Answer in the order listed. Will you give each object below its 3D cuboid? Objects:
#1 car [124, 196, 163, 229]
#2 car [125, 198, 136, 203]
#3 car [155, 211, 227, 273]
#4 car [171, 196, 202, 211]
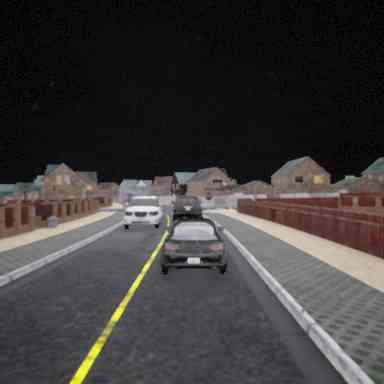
[{"bbox_3d":[-3.134,1.277,22.258,2.150,2.045,5.566,0,0,-3],"label":"car"},{"bbox_3d":[-15.178,2.122,82.232,1.895,1.301,4.718,0,-1,-19],"label":"car"},{"bbox_3d":[0.062,1.547,10.587,1.812,1.442,4.674,0,0,0],"label":"car"},{"bbox_3d":[-0.428,1.288,25.745,2.150,2.045,5.566,0,0,-3],"label":"car"}]
